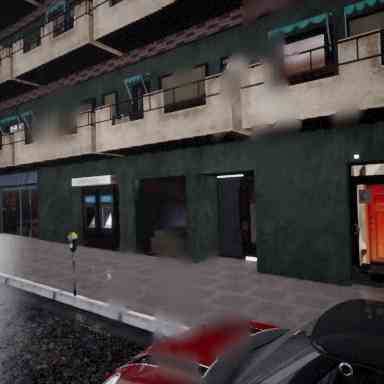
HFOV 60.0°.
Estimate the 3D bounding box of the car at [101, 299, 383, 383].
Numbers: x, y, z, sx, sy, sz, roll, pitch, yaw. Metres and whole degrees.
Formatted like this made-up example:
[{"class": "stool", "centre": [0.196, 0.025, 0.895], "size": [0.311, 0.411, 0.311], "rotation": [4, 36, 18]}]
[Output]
[{"class": "car", "centre": [1.125, 1.441, 1.953], "size": [4.097, 1.590, 1.967], "rotation": [0, -2, 36]}]
